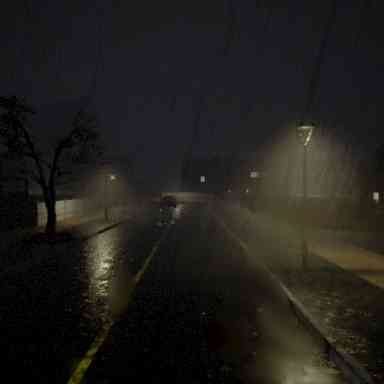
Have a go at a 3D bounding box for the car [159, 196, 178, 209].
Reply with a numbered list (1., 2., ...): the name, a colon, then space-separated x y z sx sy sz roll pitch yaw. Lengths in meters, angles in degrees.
1. car: -2.770 1.159 39.506 1.812 1.442 4.674 0 0 0
